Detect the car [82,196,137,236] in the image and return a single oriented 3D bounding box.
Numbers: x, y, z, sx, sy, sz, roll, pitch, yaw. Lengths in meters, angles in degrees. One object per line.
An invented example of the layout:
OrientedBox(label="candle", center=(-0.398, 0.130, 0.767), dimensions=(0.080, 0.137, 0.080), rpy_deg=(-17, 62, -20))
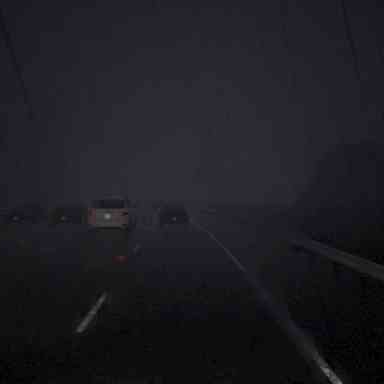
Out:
OrientedBox(label="car", center=(-4.413, 1.250, 18.970), dimensions=(2.150, 2.045, 5.566), rpy_deg=(0, 0, -6))

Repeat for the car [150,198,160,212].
OrientedBox(label="car", center=(-4.063, 1.528, 40.712), dimensions=(1.882, 1.535, 5.008), rpy_deg=(0, 0, -11))

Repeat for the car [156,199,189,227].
OrientedBox(label="car", center=(-1.346, 1.504, 23.223), dimensions=(1.882, 1.535, 5.008), rpy_deg=(0, 0, -6))

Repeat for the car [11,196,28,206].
OrientedBox(label="car", center=(-30.492, 1.602, 58.911), dimensions=(1.882, 1.535, 5.008), rpy_deg=(0, 0, -18))

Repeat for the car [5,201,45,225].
OrientedBox(label="car", center=(-12.073, 1.576, 24.521), dimensions=(1.812, 1.442, 4.674), rpy_deg=(0, 0, -7))

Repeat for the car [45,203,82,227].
OrientedBox(label="car", center=(-8.418, 1.519, 23.532), dimensions=(1.882, 1.535, 5.008), rpy_deg=(0, 0, -7))
